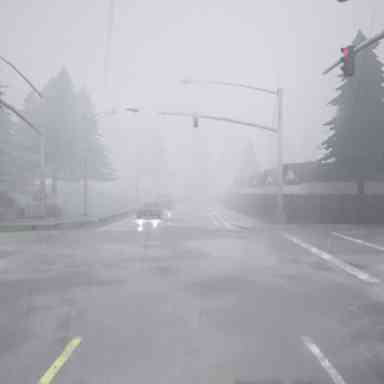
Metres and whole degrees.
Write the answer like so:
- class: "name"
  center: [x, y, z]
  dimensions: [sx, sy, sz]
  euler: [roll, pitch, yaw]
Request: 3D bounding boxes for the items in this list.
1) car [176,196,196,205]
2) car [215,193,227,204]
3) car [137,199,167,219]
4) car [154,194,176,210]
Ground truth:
- class: "car"
  center: [-1.254, 1.526, 59.146]
  dimensions: [1.837, 1.490, 4.892]
  euler: [-1, -1, 38]
- class: "car"
  center: [6.911, 1.240, 61.246]
  dimensions: [5.566, 2.045, 2.150]
  euler: [0, 0, -22]
- class: "car"
  center: [-3.601, 1.580, 29.169]
  dimensions: [1.994, 1.385, 4.181]
  euler: [0, 0, 0]
- class: "car"
  center: [-3.601, 1.245, 42.830]
  dimensions: [2.150, 2.045, 5.566]
  euler: [0, 0, 0]
